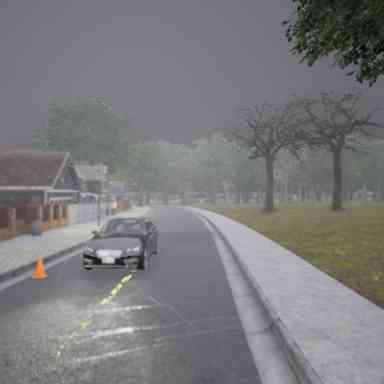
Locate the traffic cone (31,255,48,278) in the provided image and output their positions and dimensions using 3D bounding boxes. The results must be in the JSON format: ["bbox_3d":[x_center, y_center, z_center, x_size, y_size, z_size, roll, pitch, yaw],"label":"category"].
[{"bbox_3d":[-4.246,2.070,9.302,0.340,0.580,0.340,0,-1,2],"label":"traffic cone"}]

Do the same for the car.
[{"bbox_3d":[-2.236,1.637,11.552,2.128,1.511,4.902,0,-1,1],"label":"car"}]
